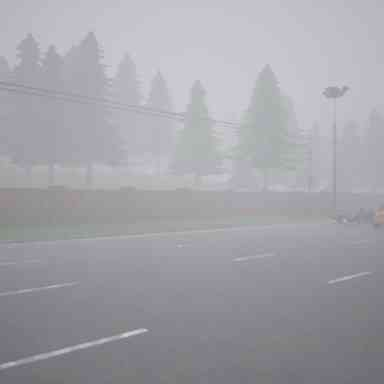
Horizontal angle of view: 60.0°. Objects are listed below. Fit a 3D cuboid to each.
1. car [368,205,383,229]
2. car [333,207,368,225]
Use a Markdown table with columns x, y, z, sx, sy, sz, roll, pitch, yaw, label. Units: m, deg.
| x | y | z | sx | sy | sz | roll | pitch | yaw | label |
| --- | --- | --- | --- | --- | --- | --- | --- | --- | --- |
| 14.344 | 1.593 | 22.586 | 4.553 | 1.767 | 2.097 | 1 | 0 | -36 | car |
| 13.156 | 1.852 | 26.039 | 4.718 | 1.301 | 1.895 | 1 | 0 | -36 | car |
